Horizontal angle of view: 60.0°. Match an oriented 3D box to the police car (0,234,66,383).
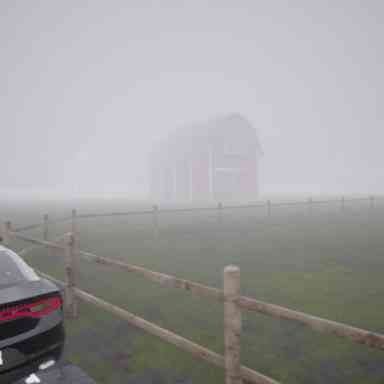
[{"bbox_3d":[-3.725,1.401,4.984,1.930,1.638,5.238,-2,2,-44],"label":"police car"}]
